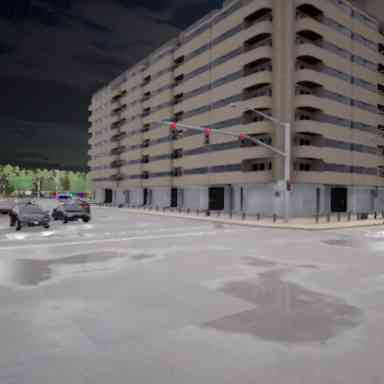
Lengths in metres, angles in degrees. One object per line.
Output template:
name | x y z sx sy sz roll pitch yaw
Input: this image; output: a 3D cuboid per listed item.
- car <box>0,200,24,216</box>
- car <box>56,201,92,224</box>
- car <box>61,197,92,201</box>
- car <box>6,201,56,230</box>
car | -17.648 1.567 31.656 1.882 1.535 5.008 1 -1 -35
car | -9.651 1.665 26.380 2.033 1.411 5.357 1 -1 -35
car | -12.892 1.688 37.404 1.837 1.490 4.892 1 -1 -35
car | -10.585 1.571 21.631 1.837 1.490 4.892 1 -1 -35
